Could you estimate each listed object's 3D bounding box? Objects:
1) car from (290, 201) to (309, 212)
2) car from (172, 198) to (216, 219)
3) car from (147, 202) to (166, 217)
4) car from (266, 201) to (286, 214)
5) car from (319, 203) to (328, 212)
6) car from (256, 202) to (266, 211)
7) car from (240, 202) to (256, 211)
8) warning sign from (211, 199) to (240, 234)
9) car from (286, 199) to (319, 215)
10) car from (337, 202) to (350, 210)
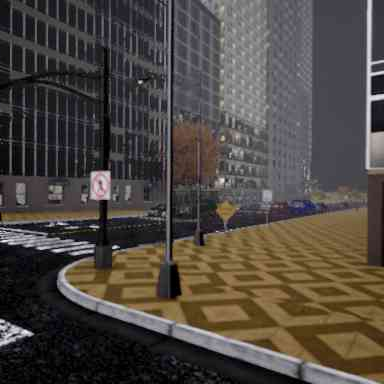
[{"bbox_3d":[17.986,2.378,55.556,1.882,1.535,5.008,1,-1,33],"label":"car"},{"bbox_3d":[0.502,1.619,34.573,2.150,2.045,5.566,1,-1,33],"label":"car"},{"bbox_3d":[-2.740,1.858,35.545,1.837,1.490,4.892,1,-1,33],"label":"car"},{"bbox_3d":[12.656,2.080,47.181,2.097,1.767,4.553,1,-1,33],"label":"car"},{"bbox_3d":[20.718,2.453,53.797,1.812,1.442,4.674,1,-1,33],"label":"car"},{"bbox_3d":[12.321,2.306,52.768,1.812,1.442,4.674,1,-1,33],"label":"car"},{"bbox_3d":[9.682,2.301,54.668,2.033,1.411,5.357,1,-1,33],"label":"car"},{"bbox_3d":[1.974,1.384,19.368,1.300,1.860,1.060,2,1,33],"label":"warning sign"},{"bbox_3d":[14.981,1.965,44.816,2.150,2.045,5.566,1,-1,35],"label":"car"},{"bbox_3d":[30.288,2.736,66.565,1.812,1.442,4.674,1,-1,33],"label":"car"}]
